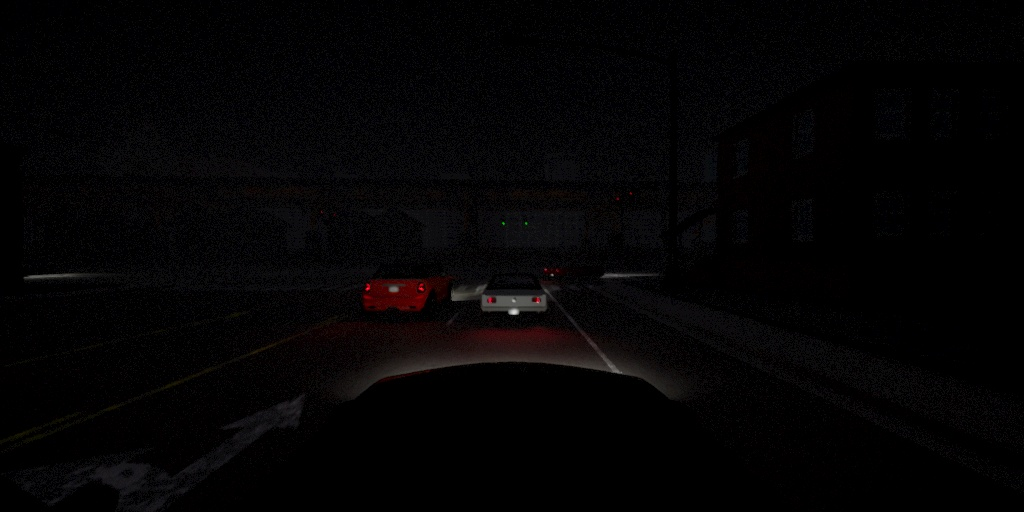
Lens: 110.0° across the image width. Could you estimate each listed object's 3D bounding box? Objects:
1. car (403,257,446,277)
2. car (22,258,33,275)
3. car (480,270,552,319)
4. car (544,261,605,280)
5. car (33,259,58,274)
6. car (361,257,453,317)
[{"bbox_3d":[-7.642,0.850,30.822,1.882,1.535,5.008,0,0,-35],"label":"car"},{"bbox_3d":[-40.563,0.947,27.558,4.674,1.442,1.812,0,1,0],"label":"car"},{"bbox_3d":[0.066,1.216,12.046,1.895,1.301,4.718,0,1,0],"label":"car"},{"bbox_3d":[4.700,1.026,26.604,4.718,1.301,1.895,-1,1,-35],"label":"car"},{"bbox_3d":[-42.425,0.902,31.066,4.674,1.442,1.812,0,1,0],"label":"car"},{"bbox_3d":[-3.432,0.962,12.560,2.097,1.767,4.553,0,1,0],"label":"car"}]
